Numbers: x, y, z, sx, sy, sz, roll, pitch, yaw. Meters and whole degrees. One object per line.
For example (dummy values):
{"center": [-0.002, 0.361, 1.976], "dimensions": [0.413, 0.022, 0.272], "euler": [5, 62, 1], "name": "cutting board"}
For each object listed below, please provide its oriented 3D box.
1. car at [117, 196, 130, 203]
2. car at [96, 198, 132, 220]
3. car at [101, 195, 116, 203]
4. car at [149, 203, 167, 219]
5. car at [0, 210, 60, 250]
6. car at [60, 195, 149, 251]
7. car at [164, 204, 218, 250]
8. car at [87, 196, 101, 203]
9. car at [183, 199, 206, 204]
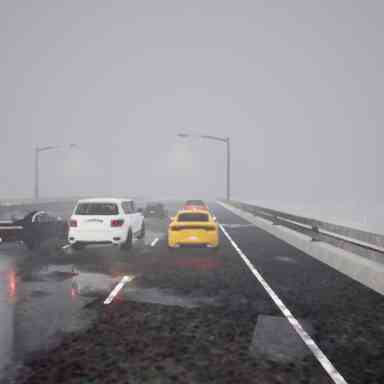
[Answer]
{"center": [-15.780, 1.718, 76.952], "dimensions": [1.994, 1.385, 4.181], "euler": [0, 0, 3], "name": "car"}
{"center": [-6.746, 1.403, 29.303], "dimensions": [2.097, 1.767, 4.553], "euler": [0, 0, 1], "name": "car"}
{"center": [-19.275, 1.522, 77.144], "dimensions": [2.097, 1.767, 4.553], "euler": [0, 0, 3], "name": "car"}
{"center": [-3.246, 1.608, 29.273], "dimensions": [1.994, 1.385, 4.181], "euler": [0, 0, 1], "name": "car"}
{"center": [-6.937, 1.507, 14.378], "dimensions": [2.128, 1.511, 4.902], "euler": [0, 0, 0], "name": "car"}
{"center": [-3.437, 1.269, 14.379], "dimensions": [2.150, 2.045, 5.566], "euler": [0, 0, 0], "name": "car"}
{"center": [0.062, 1.496, 14.318], "dimensions": [1.882, 1.535, 5.008], "euler": [0, 0, 0], "name": "car"}
{"center": [-22.773, 1.721, 77.275], "dimensions": [1.994, 1.385, 4.181], "euler": [0, 0, 3], "name": "car"}
{"center": [0.253, 1.401, 29.184], "dimensions": [2.097, 1.767, 4.553], "euler": [0, 0, 1], "name": "car"}
